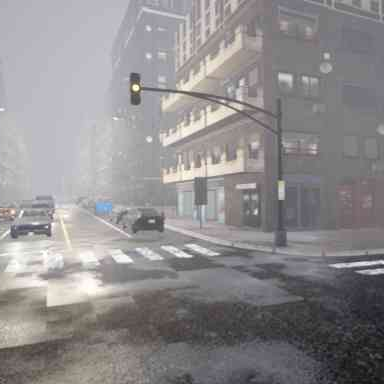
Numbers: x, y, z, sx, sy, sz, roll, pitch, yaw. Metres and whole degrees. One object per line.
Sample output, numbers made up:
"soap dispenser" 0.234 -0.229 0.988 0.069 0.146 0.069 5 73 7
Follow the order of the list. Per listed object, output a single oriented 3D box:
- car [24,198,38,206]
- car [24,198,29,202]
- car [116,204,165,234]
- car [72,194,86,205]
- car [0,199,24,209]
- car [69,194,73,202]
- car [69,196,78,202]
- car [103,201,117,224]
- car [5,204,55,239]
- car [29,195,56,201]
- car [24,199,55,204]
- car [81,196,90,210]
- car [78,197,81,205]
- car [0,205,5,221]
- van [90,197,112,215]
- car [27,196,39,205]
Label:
"car" -28.001 1.742 57.995 2.008 1.369 4.403 1 -1 -23
"car" -23.664 1.703 47.577 1.887 1.381 4.507 1 -1 -23
"car" -2.918 1.604 19.541 1.947 1.339 4.313 1 0 -23
"car" -20.261 1.483 61.217 2.192 1.841 5.009 1 -1 -23
"car" -14.990 1.533 26.740 1.967 1.590 4.097 1 -1 -23
"car" -26.769 1.770 76.843 2.008 1.369 4.403 1 -1 -23
"car" -31.106 1.804 87.262 2.008 1.369 4.403 1 -1 -23
"car" -5.086 1.605 24.750 2.008 1.369 4.403 1 0 -23
"car" -8.655 1.605 18.218 2.033 1.411 5.357 0 0 -23
"car" -16.552 1.337 37.290 2.150 2.045 5.566 0 0 -22
"car" -12.453 1.611 27.364 1.812 1.442 4.674 0 0 -22
"car" -13.824 1.644 45.744 1.752 1.417 4.829 1 -1 -23
"car" -15.928 1.717 50.796 1.802 1.307 4.206 1 -1 -23
"car" -10.588 1.587 16.163 1.752 1.417 4.829 1 -1 -23
"van" -9.420 1.427 35.170 1.690 1.788 3.998 1 0 -23
"car" -30.168 1.649 63.206 1.967 1.590 4.097 1 -1 -23
